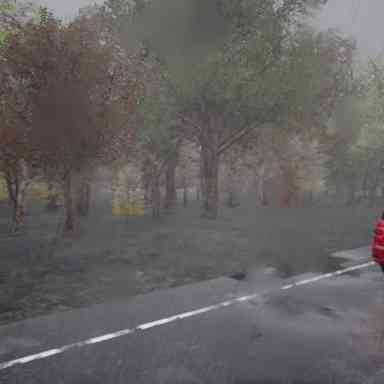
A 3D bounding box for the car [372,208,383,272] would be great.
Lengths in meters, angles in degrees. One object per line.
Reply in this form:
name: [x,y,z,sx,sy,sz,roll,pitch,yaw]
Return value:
car: [6.895,1.067,8.668,5.566,2.045,2.150,-1,1,-36]
